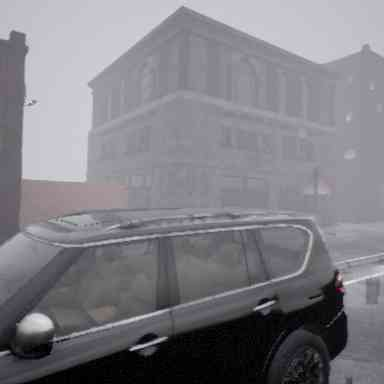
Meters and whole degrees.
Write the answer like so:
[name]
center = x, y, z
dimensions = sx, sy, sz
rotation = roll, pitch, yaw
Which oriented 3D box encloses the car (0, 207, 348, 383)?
[car]
center = -0.800, 1.211, 3.113
dimensions = 5.566, 2.045, 2.150
rotation = 0, 0, -35
